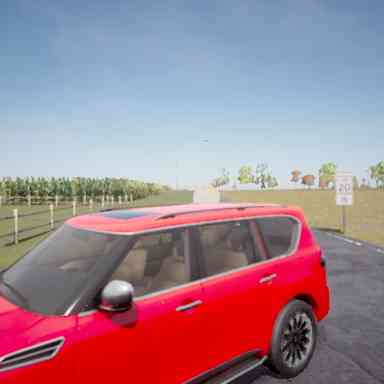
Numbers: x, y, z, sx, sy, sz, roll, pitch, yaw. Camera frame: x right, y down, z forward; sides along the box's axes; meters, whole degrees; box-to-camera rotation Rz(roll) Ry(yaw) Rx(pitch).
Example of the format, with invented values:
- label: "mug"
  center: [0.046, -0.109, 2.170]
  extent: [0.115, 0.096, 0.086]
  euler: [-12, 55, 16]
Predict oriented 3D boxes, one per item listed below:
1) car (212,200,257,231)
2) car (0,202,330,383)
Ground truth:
- label: "car"
  center: [2.397, 1.303, 20.197]
  extent: [2.033, 1.411, 5.357]
  euler: [0, 1, -1]
- label: "car"
  center: [-0.604, 1.209, 3.788]
  extent: [5.566, 2.045, 2.150]
  euler: [-1, 0, -40]
